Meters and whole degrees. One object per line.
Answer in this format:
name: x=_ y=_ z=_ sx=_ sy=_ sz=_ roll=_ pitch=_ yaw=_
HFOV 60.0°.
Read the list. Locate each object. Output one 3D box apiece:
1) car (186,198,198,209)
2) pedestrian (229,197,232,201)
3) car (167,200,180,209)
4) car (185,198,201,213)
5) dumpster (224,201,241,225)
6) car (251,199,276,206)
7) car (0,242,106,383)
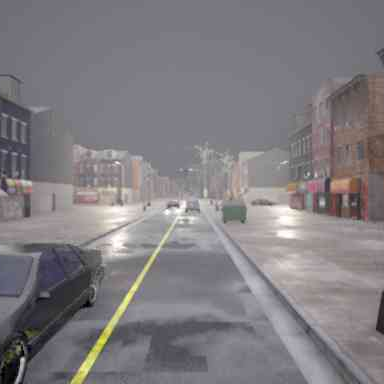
car: x=0.025 y=1.758 z=52.482 sx=1.882 sy=1.535 sz=5.008 roll=0 pitch=0 yaw=0
pedestrian: x=3.022 y=1.275 z=26.143 sx=0.375 sy=1.860 sz=0.375 roll=0 pitch=-1 yaw=-10
car: x=-2.727 y=1.896 z=49.527 sx=1.895 sy=1.301 sz=4.718 roll=0 pitch=0 yaw=0
car: x=0.082 y=1.760 z=40.646 sx=2.033 sy=1.411 sz=5.357 roll=0 pitch=0 yaw=0
dumpster: x=3.018 y=1.523 z=25.136 sx=1.020 sy=1.700 sz=1.940 roll=0 pitch=-1 yaw=0
car: x=12.379 y=1.828 z=57.539 sx=4.313 sy=1.339 sz=1.947 roll=0 pitch=0 yaw=0
car: x=-2.849 y=1.573 z=5.318 sx=2.033 sy=1.411 sz=5.357 roll=0 pitch=0 yaw=0
